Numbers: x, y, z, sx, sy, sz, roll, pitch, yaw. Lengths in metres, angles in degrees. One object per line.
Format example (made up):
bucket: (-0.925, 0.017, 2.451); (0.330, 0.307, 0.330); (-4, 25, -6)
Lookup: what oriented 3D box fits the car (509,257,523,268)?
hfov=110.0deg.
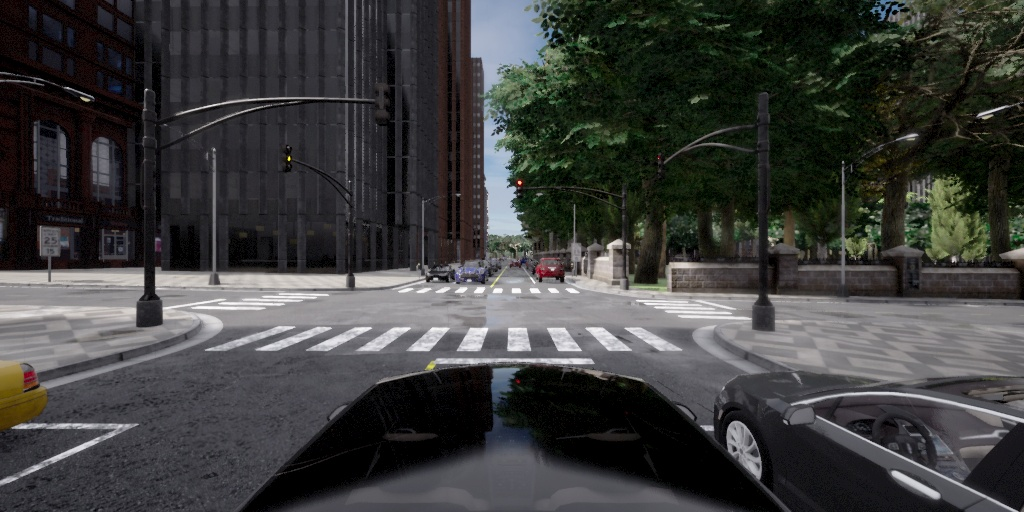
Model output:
car: (0.536, 1.323, 61.252); (1.812, 1.442, 4.674); (0, 0, 0)

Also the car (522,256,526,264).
car: (3.211, 1.237, 61.118); (1.967, 1.591, 4.097); (0, 0, 0)

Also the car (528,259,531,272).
car: (3.046, 1.338, 39.292); (1.948, 1.339, 4.313); (0, 0, 0)

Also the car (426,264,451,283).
car: (-5.562, 1.326, 28.436); (1.948, 1.339, 4.313); (0, 0, 0)

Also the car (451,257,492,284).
car: (-2.912, 1.112, 26.839); (2.097, 1.767, 4.553); (0, 0, 0)

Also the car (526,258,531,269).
car: (3.087, 1.329, 44.748); (2.007, 1.370, 4.403); (0, 0, 0)

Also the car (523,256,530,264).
car: (3.170, 1.231, 55.661); (1.967, 1.591, 4.097); (0, 0, 0)

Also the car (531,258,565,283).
car: (2.963, 1.075, 28.380); (2.192, 1.841, 5.009); (0, 0, 0)

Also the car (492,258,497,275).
car: (-2.841, 1.273, 35.942); (1.837, 1.490, 4.892); (0, 0, 1)

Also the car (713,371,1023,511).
car: (2.760, 1.300, 1.716); (2.007, 1.370, 4.403); (0, 0, 0)

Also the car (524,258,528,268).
car: (3.129, 1.335, 50.205); (2.007, 1.370, 4.403); (0, 0, 0)

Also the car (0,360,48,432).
car: (-5.766, 1.275, 1.602); (1.751, 1.417, 4.829); (0, 0, 0)

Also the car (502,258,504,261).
car: (-2.664, 1.355, 55.429); (1.994, 1.385, 4.181); (0, 0, 1)

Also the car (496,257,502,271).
car: (-2.764, 1.271, 45.439); (2.128, 1.511, 4.902); (0, 0, 0)
